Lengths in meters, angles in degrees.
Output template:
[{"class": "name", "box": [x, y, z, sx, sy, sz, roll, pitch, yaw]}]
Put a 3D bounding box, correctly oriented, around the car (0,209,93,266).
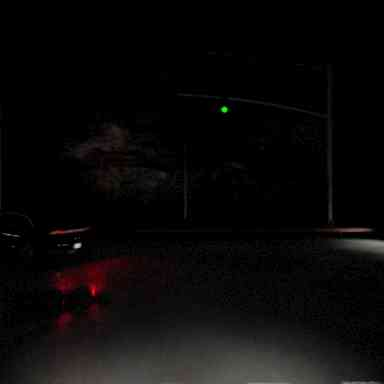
[{"class": "car", "box": [-5.461, 1.313, 10.830, 4.902, 1.511, 2.128, 1, 0, 29]}]
